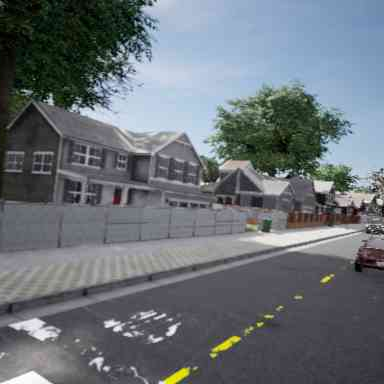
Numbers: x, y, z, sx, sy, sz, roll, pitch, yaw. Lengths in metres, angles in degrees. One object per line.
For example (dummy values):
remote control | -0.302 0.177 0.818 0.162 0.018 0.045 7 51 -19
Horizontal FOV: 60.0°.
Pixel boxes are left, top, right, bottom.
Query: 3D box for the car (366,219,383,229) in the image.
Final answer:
car | 21.182 3.893 37.764 2.097 1.767 4.553 5 -1 34

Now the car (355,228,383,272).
car | 7.799 2.450 13.293 1.812 1.442 4.674 5 -1 34
